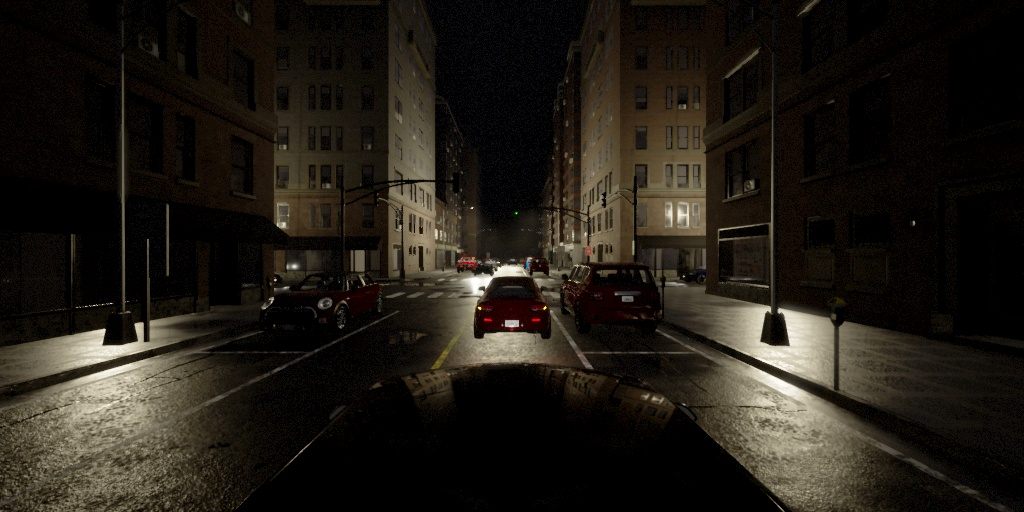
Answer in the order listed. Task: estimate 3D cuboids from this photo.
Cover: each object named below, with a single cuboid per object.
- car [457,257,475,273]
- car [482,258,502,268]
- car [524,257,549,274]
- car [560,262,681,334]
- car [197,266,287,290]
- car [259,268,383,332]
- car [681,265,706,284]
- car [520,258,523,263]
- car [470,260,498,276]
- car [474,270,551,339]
[{"bbox_3d":[-5.341,1.062,43.166,2.192,1.841,5.009,0,0,0],"label":"car"},{"bbox_3d":[-2.763,1.295,46.860,2.033,1.411,5.357,0,0,1],"label":"car"},{"bbox_3d":[2.767,1.063,37.647,2.192,1.841,5.009,0,0,0],"label":"car"},{"bbox_3d":[2.652,1.064,10.591,2.192,1.841,5.009,0,0,0],"label":"car"},{"bbox_3d":[-17.076,1.362,22.846,4.181,1.385,1.994,0,0,0],"label":"car"},{"bbox_3d":[-5.373,1.190,10.606,1.967,1.591,4.097,0,0,0],"label":"car"},{"bbox_3d":[14.290,1.271,25.666,4.181,1.385,1.994,0,0,0],"label":"car"},{"bbox_3d":[2.786,1.061,54.159,2.192,1.841,5.009,0,0,0],"label":"car"},{"bbox_3d":[-2.785,1.349,36.496,1.895,1.301,4.718,0,0,0],"label":"car"},{"bbox_3d":[0.022,1.276,9.949,1.812,1.442,4.674,0,0,1],"label":"car"}]
